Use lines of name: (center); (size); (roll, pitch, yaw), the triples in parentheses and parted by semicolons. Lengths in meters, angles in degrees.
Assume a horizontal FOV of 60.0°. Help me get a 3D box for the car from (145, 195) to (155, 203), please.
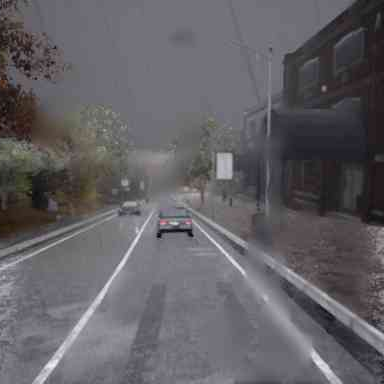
car: (-9.058, 1.459, 72.461); (1.882, 1.535, 5.008); (-1, 0, -5)

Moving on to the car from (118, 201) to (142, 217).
car: (-5.757, 1.545, 31.303); (1.812, 1.442, 4.674); (-1, 0, -5)

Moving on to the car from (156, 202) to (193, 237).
car: (-0.968, 1.529, 18.122); (2.033, 1.411, 5.357); (-1, 0, -5)

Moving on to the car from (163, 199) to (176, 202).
car: (-2.571, 1.529, 37.620); (2.033, 1.411, 5.357); (-1, 0, -5)
